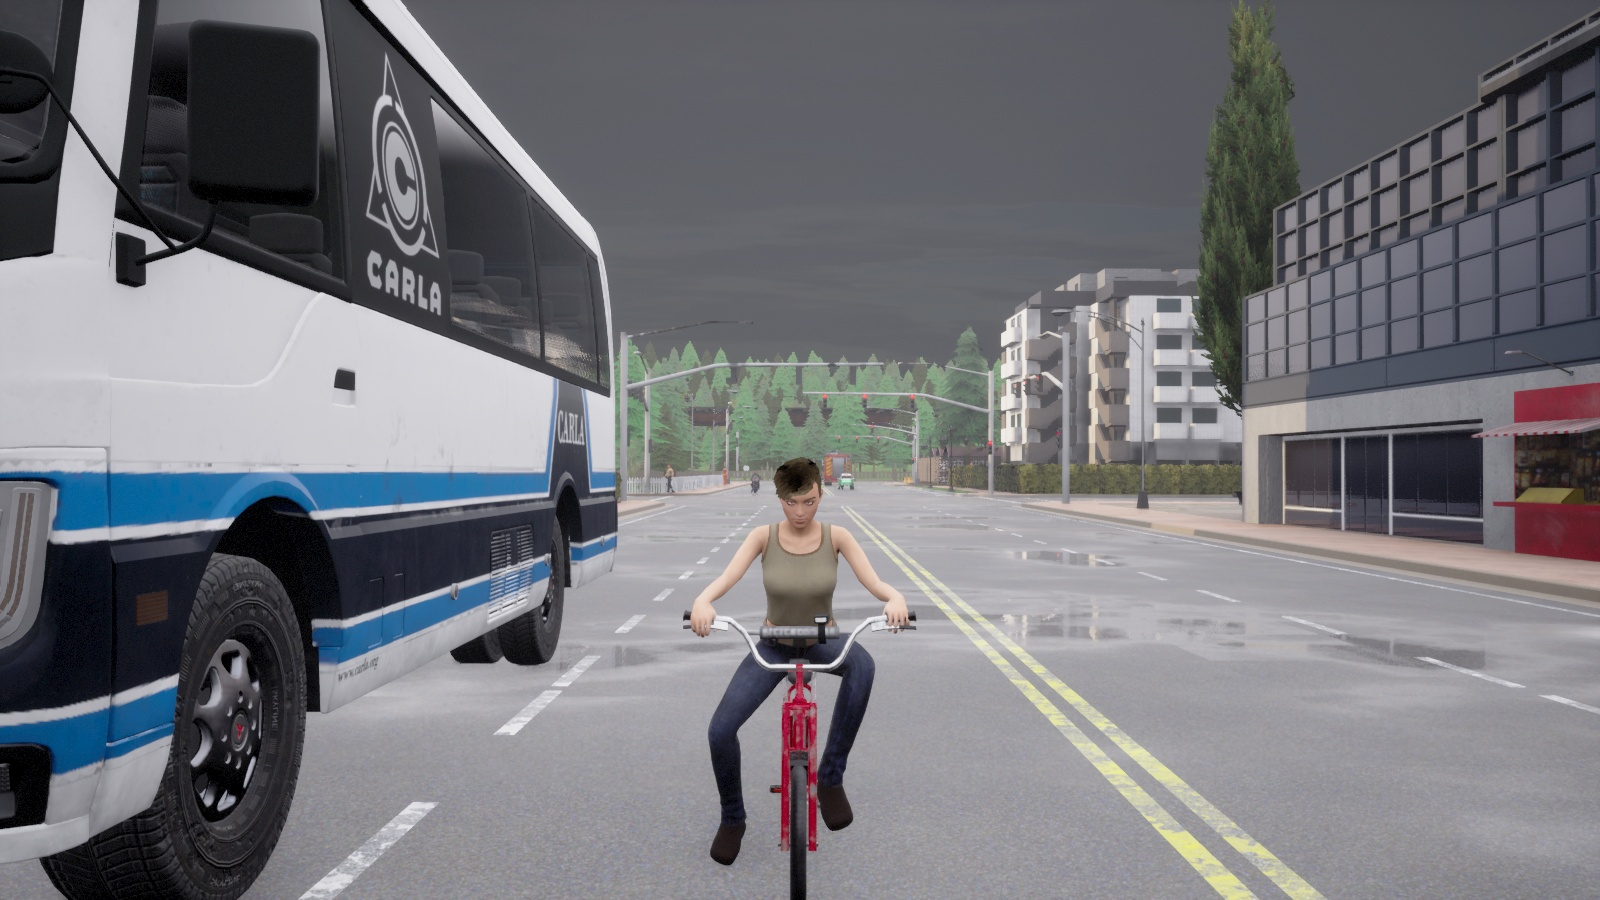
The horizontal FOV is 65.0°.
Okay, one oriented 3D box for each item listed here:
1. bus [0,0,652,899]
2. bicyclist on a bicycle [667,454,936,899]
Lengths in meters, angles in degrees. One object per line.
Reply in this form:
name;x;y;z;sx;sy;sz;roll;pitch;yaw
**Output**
bus;-3.490;-0.422;7.526;3.944;4.253;10.273;0;-1;0
bicyclist on a bicycle;0.005;0.832;4.830;0.866;1.612;1.509;0;-1;0
